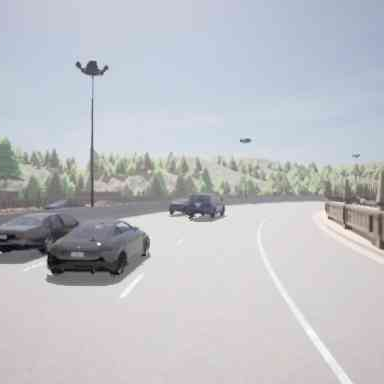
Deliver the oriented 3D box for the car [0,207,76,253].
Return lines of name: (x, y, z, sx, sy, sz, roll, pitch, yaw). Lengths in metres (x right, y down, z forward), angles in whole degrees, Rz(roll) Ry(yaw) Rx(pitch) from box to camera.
car: (-5.900, 1.544, 13.546, 2.033, 1.411, 5.357, 0, 0, 8)

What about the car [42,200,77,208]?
car: (-14.325, 1.585, 37.477, 2.033, 1.411, 5.357, 0, 0, 20)

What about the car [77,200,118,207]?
car: (-8.680, 1.528, 32.355, 1.812, 1.442, 4.674, 0, 0, 20)

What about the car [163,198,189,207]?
car: (-2.533, 1.601, 53.773, 1.895, 1.301, 4.718, 0, 0, 32)

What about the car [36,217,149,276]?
car: (-2.689, 1.553, 10.429, 1.994, 1.385, 4.181, 0, 0, 6)

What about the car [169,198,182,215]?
car: (-0.690, 1.463, 33.325, 1.837, 1.490, 4.892, -1, 0, 21)

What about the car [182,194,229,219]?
car: (1.328, 1.170, 28.751, 2.150, 2.045, 5.566, 0, 0, 18)

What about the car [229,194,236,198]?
car: (7.632, 1.183, 73.000, 2.097, 1.767, 4.553, -1, 0, 43)
